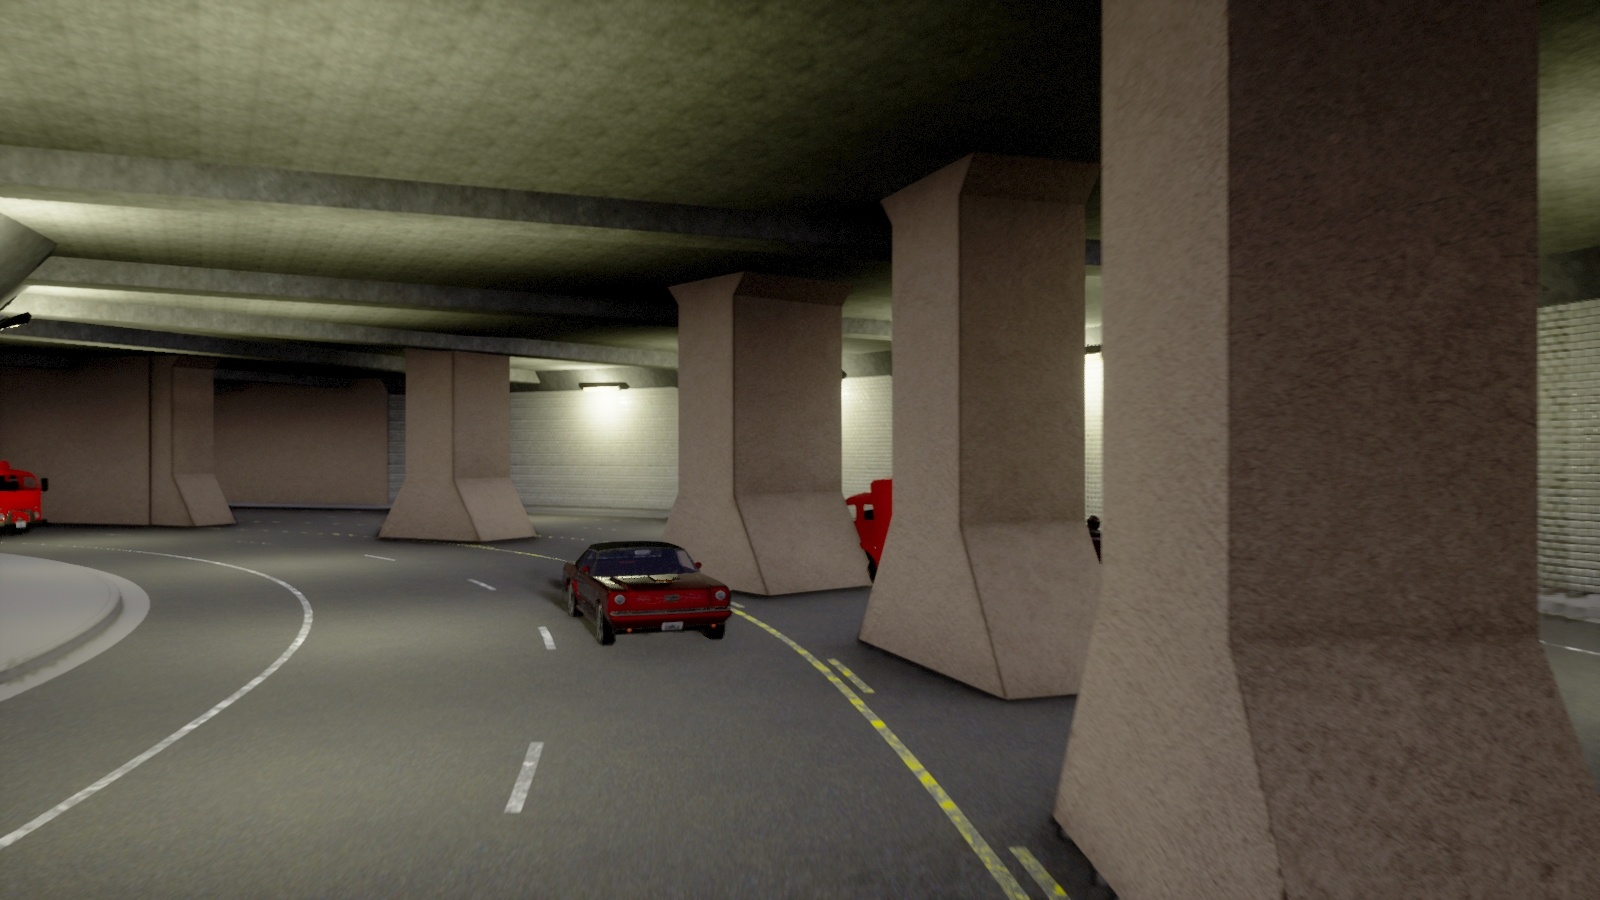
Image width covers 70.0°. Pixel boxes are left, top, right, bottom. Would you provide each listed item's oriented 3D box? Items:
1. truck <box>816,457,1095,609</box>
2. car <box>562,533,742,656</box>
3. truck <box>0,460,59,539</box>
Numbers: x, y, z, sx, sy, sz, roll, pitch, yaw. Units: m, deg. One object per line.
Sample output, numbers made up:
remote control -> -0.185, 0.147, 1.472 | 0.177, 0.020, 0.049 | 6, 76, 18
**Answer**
truck -> 3.030, 1.665, 23.514 | 2.627, 2.467, 5.204 | -8, 1, -34
car -> -2.502, 2.155, 18.124 | 1.895, 1.301, 4.718 | 0, 0, -19
truck -> -27.450, 1.575, 37.396 | 5.204, 2.467, 2.627 | 0, 0, 17
